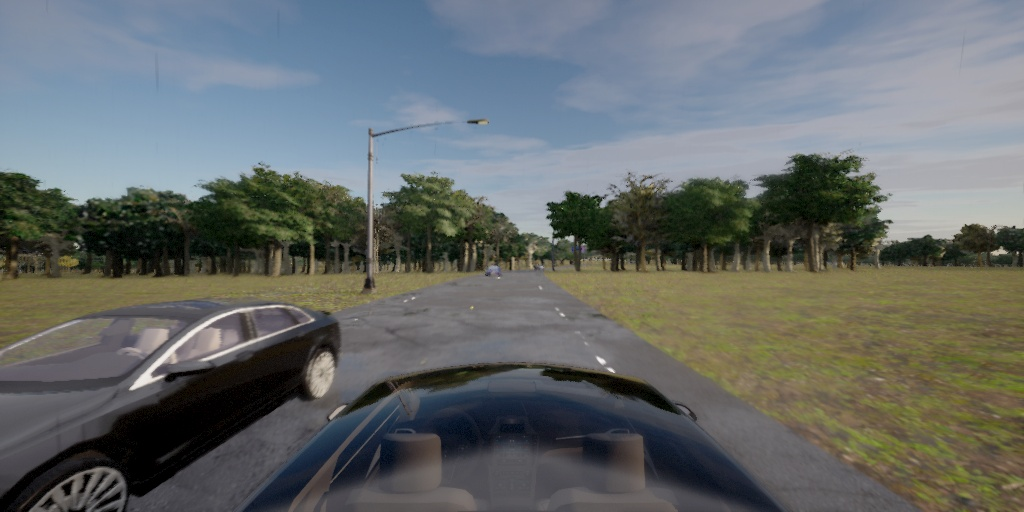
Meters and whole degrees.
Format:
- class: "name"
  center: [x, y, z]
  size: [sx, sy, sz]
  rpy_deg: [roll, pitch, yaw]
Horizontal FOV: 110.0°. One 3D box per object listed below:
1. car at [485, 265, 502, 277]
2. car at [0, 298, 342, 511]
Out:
- class: "car"
  center: [-2.367, 1.969, 47.071]
  size: [1.812, 1.442, 4.674]
  rpy_deg: [0, -1, 3]
- class: "car"
  center: [-3.585, 1.254, 3.684]
  size: [2.128, 1.511, 4.902]
  rpy_deg: [0, -1, 0]
